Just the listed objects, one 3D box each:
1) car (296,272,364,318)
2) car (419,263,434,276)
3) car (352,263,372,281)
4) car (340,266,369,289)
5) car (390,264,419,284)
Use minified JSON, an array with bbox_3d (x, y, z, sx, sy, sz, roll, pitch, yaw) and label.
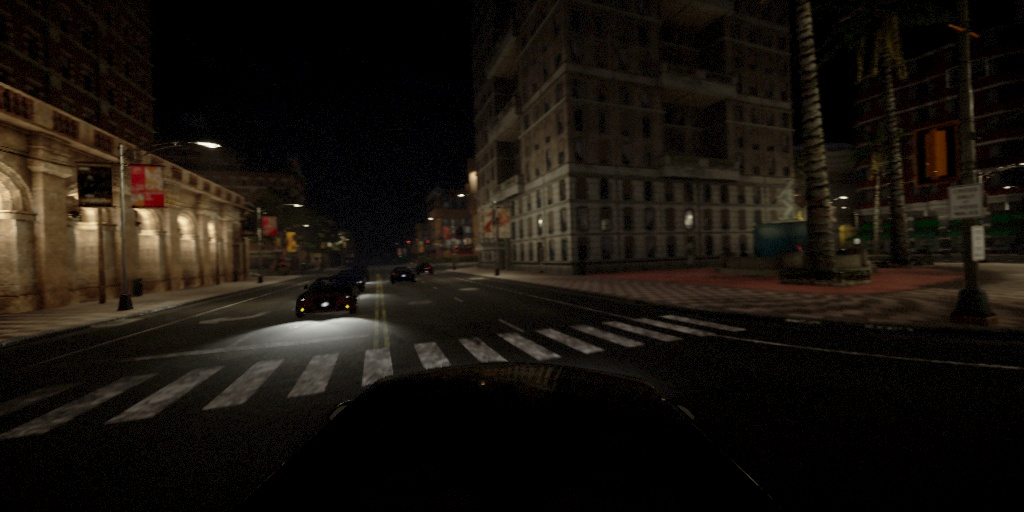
[{"bbox_3d":[-7.326,1.553,14.589,1.994,1.385,4.181,-2,0,-20],"label":"car"},{"bbox_3d":[-10.932,1.600,44.674,1.837,1.490,4.892,-2,0,-20],"label":"car"},{"bbox_3d":[-15.220,1.749,35.874,1.837,1.490,4.892,-2,0,-20],"label":"car"},{"bbox_3d":[-10.734,1.624,23.790,1.812,1.442,4.674,-2,0,-20],"label":"car"},{"bbox_3d":[-9.670,1.623,31.552,1.994,1.385,4.181,-2,0,-20],"label":"car"}]
